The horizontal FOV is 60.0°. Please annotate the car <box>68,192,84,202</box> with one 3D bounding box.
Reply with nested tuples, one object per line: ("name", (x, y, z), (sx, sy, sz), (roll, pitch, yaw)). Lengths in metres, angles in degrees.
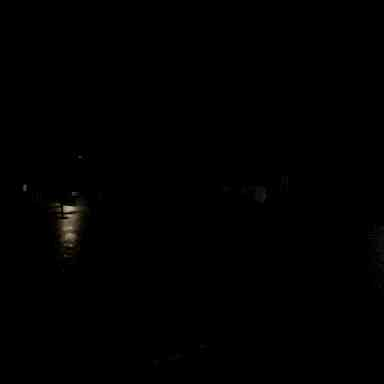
("car", (-17.639, 0.751, 50.812), (2.128, 1.511, 4.902), (-2, 2, -35))
